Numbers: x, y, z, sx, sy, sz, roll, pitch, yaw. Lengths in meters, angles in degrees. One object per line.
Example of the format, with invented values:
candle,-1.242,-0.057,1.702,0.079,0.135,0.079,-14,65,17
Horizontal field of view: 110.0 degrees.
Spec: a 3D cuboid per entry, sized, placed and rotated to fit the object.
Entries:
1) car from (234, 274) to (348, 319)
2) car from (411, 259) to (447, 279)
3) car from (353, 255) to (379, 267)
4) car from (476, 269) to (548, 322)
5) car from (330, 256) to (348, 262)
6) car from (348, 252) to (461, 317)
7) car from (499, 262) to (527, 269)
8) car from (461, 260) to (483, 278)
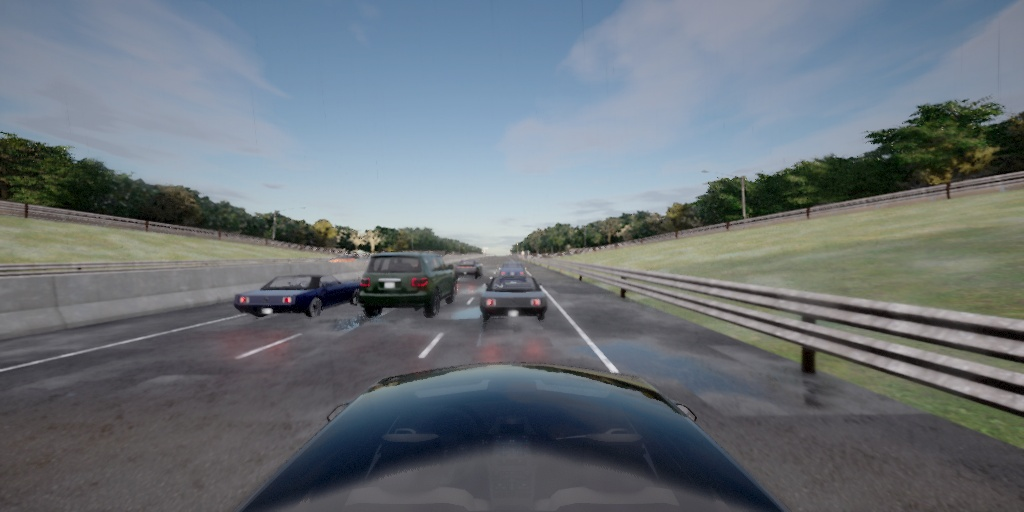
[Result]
car,-6.937,1.264,12.422,1.895,1.301,4.718,0,0,0
car,-6.929,1.015,30.473,1.882,1.535,5.008,0,0,0
car,-21.462,0.728,53.031,2.097,1.767,4.553,0,0,-1
car,0.059,1.268,11.945,1.895,1.301,4.718,0,0,0
car,-24.951,0.728,52.734,2.097,1.767,4.553,0,0,-1
car,-3.432,0.884,12.817,2.150,2.045,5.566,0,1,0
car,0.045,1.121,25.123,2.033,1.411,5.357,0,0,0
car,-3.430,1.040,28.887,2.128,1.511,4.902,0,0,0
